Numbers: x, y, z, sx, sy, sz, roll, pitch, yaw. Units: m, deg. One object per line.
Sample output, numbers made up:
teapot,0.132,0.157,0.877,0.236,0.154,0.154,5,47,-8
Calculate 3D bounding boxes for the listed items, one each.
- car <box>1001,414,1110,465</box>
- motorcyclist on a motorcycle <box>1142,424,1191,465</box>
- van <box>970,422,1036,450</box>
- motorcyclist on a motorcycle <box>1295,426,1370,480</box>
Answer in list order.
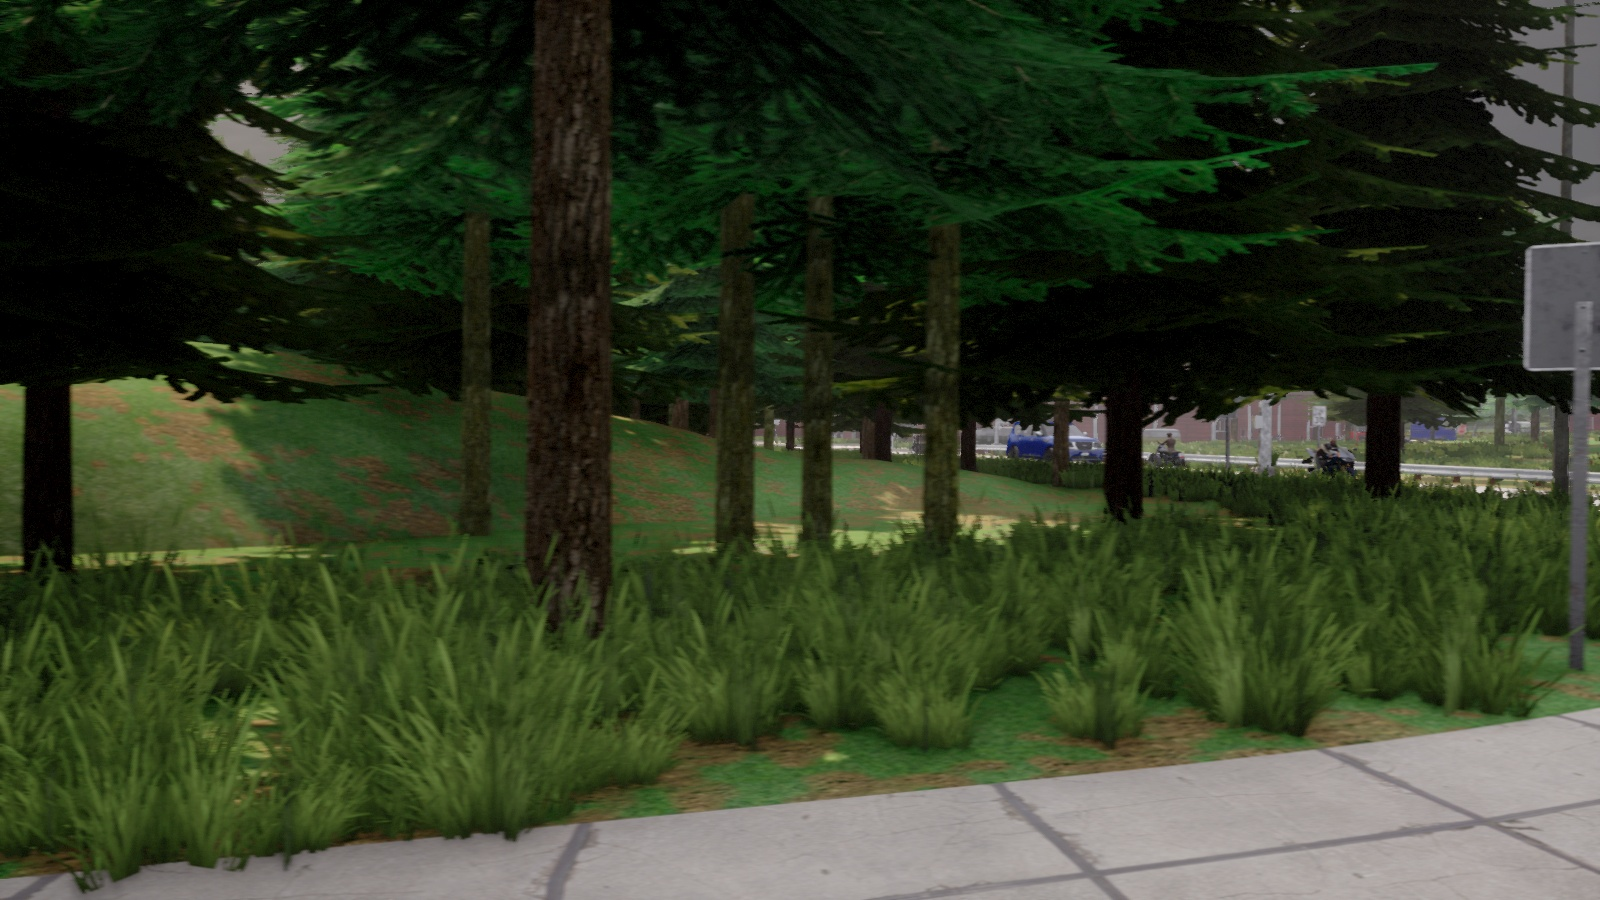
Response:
car,10.883,-0.472,53.995,2.150,2.045,5.566,-1,1,-17
motorcyclist on a motorcycle,15.151,-0.254,51.960,0.766,1.649,2.350,-1,1,-17
van,14.924,-1.071,92.165,4.442,1.987,1.775,-1,1,-16
motorcyclist on a motorcycle,15.746,0.062,37.203,0.866,1.530,2.191,-1,1,-16
